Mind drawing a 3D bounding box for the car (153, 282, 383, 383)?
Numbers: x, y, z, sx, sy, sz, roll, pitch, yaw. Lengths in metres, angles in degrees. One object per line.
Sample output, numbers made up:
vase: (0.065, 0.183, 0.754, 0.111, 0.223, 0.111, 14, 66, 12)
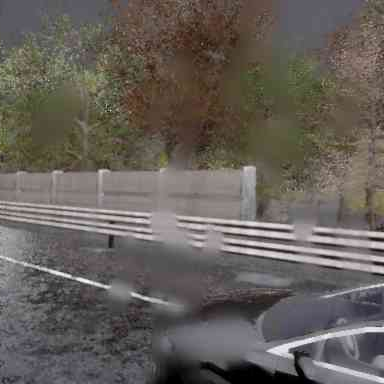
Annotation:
car: (1.869, 1.489, 2.540, 4.902, 1.511, 2.128, 2, 1, 36)
